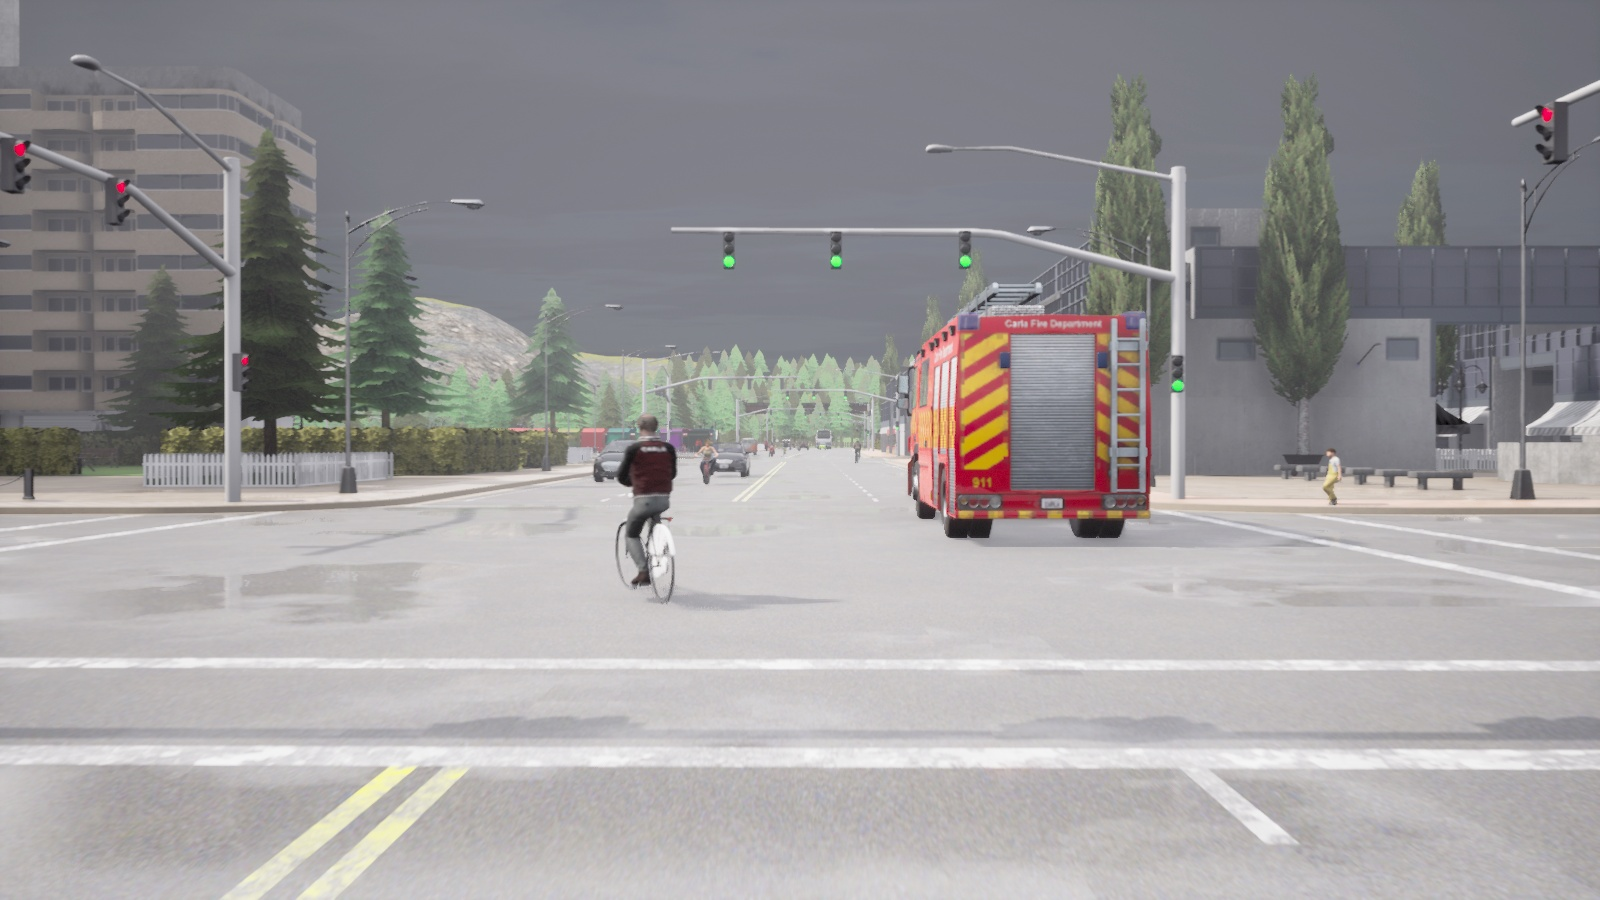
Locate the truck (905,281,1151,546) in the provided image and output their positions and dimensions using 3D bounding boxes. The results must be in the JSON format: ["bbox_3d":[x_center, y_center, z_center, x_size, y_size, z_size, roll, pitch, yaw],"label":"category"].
[{"bbox_3d":[3.643,-0.551,22.365,2.891,3.827,8.468,0,0,0],"label":"truck"}]

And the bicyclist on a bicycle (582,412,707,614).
[{"bbox_3d":[-1.523,0.543,12.032,0.659,1.776,1.843,-1,1,-24],"label":"bicyclist on a bicycle"}]

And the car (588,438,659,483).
[{"bbox_3d":[-6.711,0.378,48.284,2.033,1.649,4.856,0,0,0],"label":"car"}]

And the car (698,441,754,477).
[{"bbox_3d":[-3.174,0.368,54.680,2.128,1.511,4.902,0,0,0],"label":"car"}]

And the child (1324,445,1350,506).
[{"bbox_3d":[11.315,0.533,26.445,0.437,1.263,0.270,0,0,3],"label":"child"}]
